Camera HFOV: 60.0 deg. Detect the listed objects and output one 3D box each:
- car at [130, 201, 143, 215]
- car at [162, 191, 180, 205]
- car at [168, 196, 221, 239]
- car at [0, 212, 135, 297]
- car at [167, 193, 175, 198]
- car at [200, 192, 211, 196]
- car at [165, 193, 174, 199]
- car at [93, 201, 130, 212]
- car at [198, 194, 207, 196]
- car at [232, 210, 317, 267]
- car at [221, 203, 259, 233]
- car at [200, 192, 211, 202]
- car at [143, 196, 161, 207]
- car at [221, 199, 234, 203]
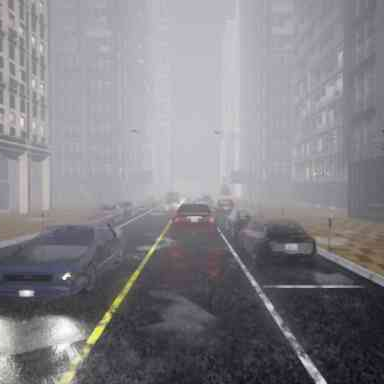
[{"bbox_3d":[-5.656,1.417,28.129,1.947,1.339,4.313,-1,0,0],"label":"car"},{"bbox_3d":[-3.033,0.926,52.484,2.150,2.045,5.566,0,1,1],"label":"car"},{"bbox_3d":[0.108,1.264,16.874,2.097,1.767,4.553,0,0,0],"label":"car"},{"bbox_3d":[-3.095,1.500,8.882,2.033,1.411,5.357,0,0,0],"label":"car"},{"bbox_3d":[-5.661,1.020,90.544,1.947,1.339,4.313,-1,0,0],"label":"car"},{"bbox_3d":[2.379,1.200,54.219,1.837,1.490,4.892,0,0,0],"label":"car"},{"bbox_3d":[-5.663,1.062,84.870,1.947,1.339,4.313,-1,0,0],"label":"car"},{"bbox_3d":[-5.658,1.464,22.456,1.802,1.307,4.206,-1,0,0],"label":"car"},{"bbox_3d":[0.116,1.311,33.640,2.128,1.511,4.902,0,0,0],"label":"car"},{"bbox_3d":[2.684,1.508,11.043,1.947,1.339,4.313,-1,0,0],"label":"car"},{"bbox_3d":[2.686,1.464,16.716,2.008,1.369,4.403,-1,0,0],"label":"car"},{"bbox_3d":[2.705,0.927,67.785,2.192,1.841,5.009,-1,0,0],"label":"car"},{"bbox_3d":[-5.667,1.277,44.981,1.752,1.417,4.829,-1,0,0],"label":"car"},{"bbox_3d":[2.689,1.292,28.065,1.967,1.590,4.097,-1,0,0],"label":"car"}]
